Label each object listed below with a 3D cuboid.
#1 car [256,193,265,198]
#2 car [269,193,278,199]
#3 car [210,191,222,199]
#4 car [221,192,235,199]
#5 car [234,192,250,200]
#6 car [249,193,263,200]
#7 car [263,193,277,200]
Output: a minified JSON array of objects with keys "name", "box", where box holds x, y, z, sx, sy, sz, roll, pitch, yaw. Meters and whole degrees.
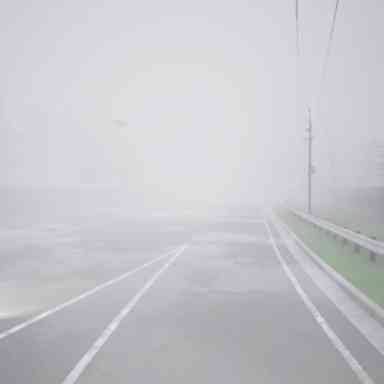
[{"name":"car","box":[19.251,1.034,93.308,1.994,1.385,4.181,0,0,17]},{"name":"car","box":[22.590,1.023,92.260,2.128,1.511,4.902,0,0,17]},{"name":"car","box":[6.122,0.847,86.538,2.150,2.045,5.566,0,0,17]},{"name":"car","box":[9.585,1.234,85.889,1.895,1.301,4.718,0,0,17]},{"name":"car","box":[12.790,1.182,84.415,2.128,1.511,4.902,0,0,17]},{"name":"car","box":[16.263,1.268,83.793,1.895,1.301,4.718,0,0,17]},{"name":"car","box":[19.469,1.216,82.319,2.128,1.511,4.902,0,0,17]}]
